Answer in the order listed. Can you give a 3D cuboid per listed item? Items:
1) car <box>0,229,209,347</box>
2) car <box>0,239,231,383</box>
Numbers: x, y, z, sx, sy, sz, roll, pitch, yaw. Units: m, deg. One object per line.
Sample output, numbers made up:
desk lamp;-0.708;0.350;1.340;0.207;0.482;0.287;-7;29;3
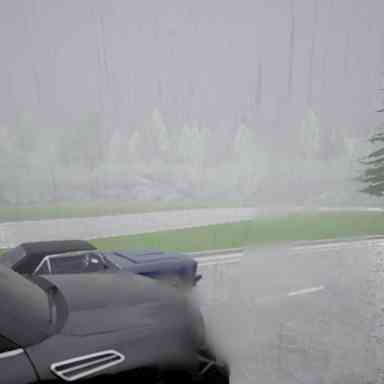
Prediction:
car;-2.151;1.590;6.352;4.718;1.301;1.895;0;0;-33
car;-2.334;1.215;2.029;5.566;2.045;2.150;0;0;-35
